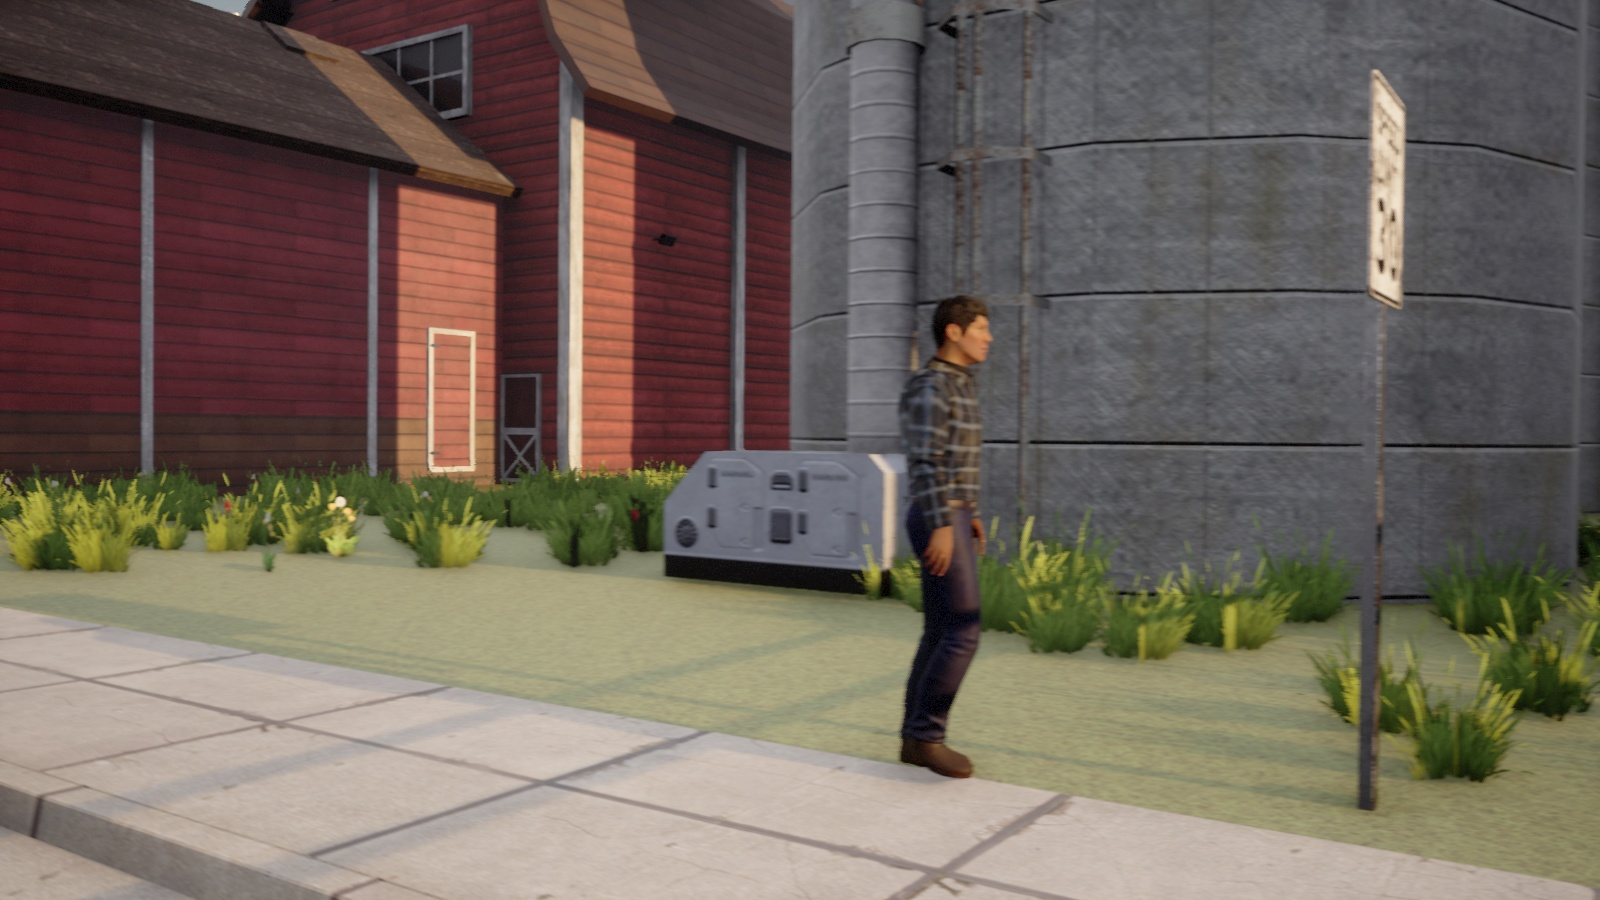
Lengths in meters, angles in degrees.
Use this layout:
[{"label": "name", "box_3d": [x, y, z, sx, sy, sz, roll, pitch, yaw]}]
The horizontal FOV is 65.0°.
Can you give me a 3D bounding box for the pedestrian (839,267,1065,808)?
[{"label": "pedestrian", "box_3d": [0.594, 0.315, 4.833, 0.788, 1.949, 0.423, 0, 1, 17]}]
